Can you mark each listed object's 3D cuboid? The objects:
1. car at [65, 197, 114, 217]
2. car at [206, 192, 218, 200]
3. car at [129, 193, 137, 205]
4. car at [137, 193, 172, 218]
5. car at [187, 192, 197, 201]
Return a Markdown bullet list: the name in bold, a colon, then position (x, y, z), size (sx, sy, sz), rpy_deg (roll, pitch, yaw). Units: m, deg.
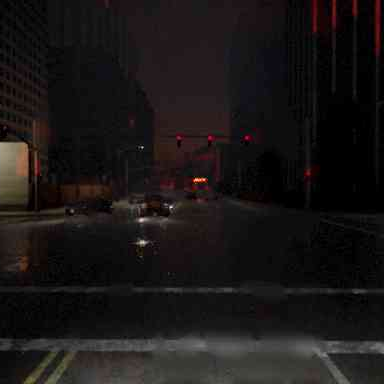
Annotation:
- **car**: position (-8.048, 1.126, 26.556), size (2.128, 1.511, 4.902), rpy_deg (0, 0, 15)
- **car**: position (3.497, 0.744, 59.212), size (1.812, 1.442, 4.674), rpy_deg (0, 1, 0)
- **car**: position (-7.086, 0.909, 44.013), size (2.128, 1.511, 4.902), rpy_deg (0, 1, 0)
- **car**: position (-2.973, 0.996, 25.784), size (2.097, 1.767, 4.553), rpy_deg (0, 0, -9)
- **car**: position (-0.003, 0.765, 59.212), size (2.033, 1.411, 5.357), rpy_deg (0, 1, 0)
